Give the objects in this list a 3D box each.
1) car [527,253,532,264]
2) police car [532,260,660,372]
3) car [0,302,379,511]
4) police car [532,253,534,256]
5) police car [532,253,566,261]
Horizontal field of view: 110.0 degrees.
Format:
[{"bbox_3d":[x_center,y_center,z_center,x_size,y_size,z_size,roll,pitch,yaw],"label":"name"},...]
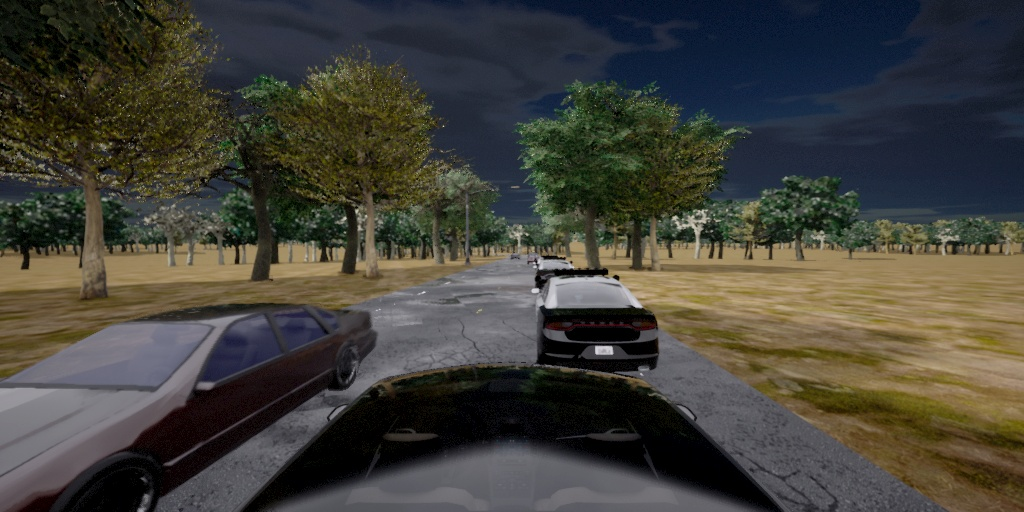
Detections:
[{"bbox_3d":[3.058,0.426,50.487,2.033,1.411,5.357,0,1,3],"label":"car"},{"bbox_3d":[1.453,1.069,7.636,1.930,1.638,5.238,-1,1,3],"label":"police car"},{"bbox_3d":[-3.416,1.300,4.056,2.033,1.411,5.357,0,1,4],"label":"car"},{"bbox_3d":[2.436,0.756,23.624,1.930,1.638,5.238,0,0,3],"label":"police car"},{"bbox_3d":[2.076,0.850,17.625,1.930,1.638,5.238,1,1,3],"label":"police car"}]
